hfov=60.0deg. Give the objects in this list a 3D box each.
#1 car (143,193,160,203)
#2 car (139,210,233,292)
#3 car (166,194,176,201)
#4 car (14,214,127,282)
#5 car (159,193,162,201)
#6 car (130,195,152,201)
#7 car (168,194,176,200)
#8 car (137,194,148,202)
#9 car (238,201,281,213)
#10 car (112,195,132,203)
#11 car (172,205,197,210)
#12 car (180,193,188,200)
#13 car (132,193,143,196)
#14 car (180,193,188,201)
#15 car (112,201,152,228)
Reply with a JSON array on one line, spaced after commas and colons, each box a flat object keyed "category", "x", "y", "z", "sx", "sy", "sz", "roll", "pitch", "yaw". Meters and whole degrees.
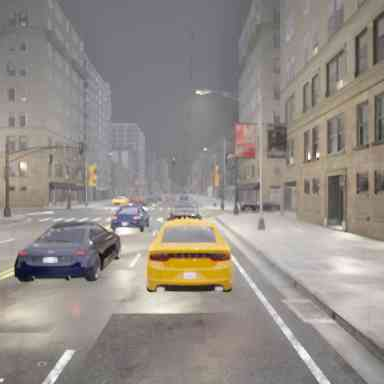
[{"category": "car", "x": -8.095, "y": 1.517, "z": 66.921, "sx": 2.033, "sy": 1.411, "sz": 5.357, "roll": 0, "pitch": 0, "yaw": -1}, {"category": "car", "x": -0.086, "y": 1.472, "z": 8.935, "sx": 1.882, "sy": 1.535, "sz": 5.008, "roll": 0, "pitch": 0, "yaw": -1}, {"category": "car", "x": -5.180, "y": 1.311, "z": 80.892, "sx": 2.097, "sy": 1.767, "sz": 4.553, "roll": 0, "pitch": 0, "yaw": -1}, {"category": "car", "x": -3.360, "y": 1.557, "z": 9.764, "sx": 1.994, "sy": 1.385, "sz": 4.181, "roll": 0, "pitch": 0, "yaw": -2}, {"category": "car", "x": -8.375, "y": 1.185, "z": 78.533, "sx": 2.150, "sy": 2.045, "sz": 5.566, "roll": 0, "pitch": 0, "yaw": -1}, {"category": "car", "x": -7.809, "y": 1.579, "z": 51.418, "sx": 1.895, "sy": 1.301, "sz": 4.718, "roll": 0, "pitch": 0, "yaw": -1}, {"category": "car", "x": -5.424, "y": 1.359, "z": 90.922, "sx": 2.033, "sy": 1.411, "sz": 5.357, "roll": 0, "pitch": 0, "yaw": -1}, {"category": "car", "x": -11.631, "y": 1.312, "z": 78.775, "sx": 2.097, "sy": 1.767, "sz": 4.553, "roll": 0, "pitch": 0, "yaw": -1}, {"category": "car", "x": 7.592, "y": 1.623, "z": 37.012, "sx": 4.718, "sy": 1.301, "sz": 1.895, "roll": 0, "pitch": 0, "yaw": -4}, {"category": "car", "x": -11.062, "y": 1.455, "z": 51.446, "sx": 1.882, "sy": 1.535, "sz": 5.008, "roll": 0, "pitch": 0, "yaw": -1}, {"category": "car", "x": -0.416, "y": 1.494, "z": 18.415, "sx": 1.837, "sy": 1.490, "sz": 4.892, "roll": 0, "pitch": 0, "yaw": -1}, {"category": "car", "x": -2.174, "y": 1.175, "z": 90.971, "sx": 2.097, "sy": 1.767, "sz": 4.553, "roll": 0, "pitch": 0, "yaw": -1}, {"category": "car", "x": -11.368, "y": 1.192, "z": 67.880, "sx": 2.150, "sy": 2.045, "sz": 5.566, "roll": 0, "pitch": 0, "yaw": -1}, {"category": "car", "x": -1.931, "y": 1.311, "z": 80.971, "sx": 2.097, "sy": 1.767, "sz": 4.553, "roll": 0, "pitch": 0, "yaw": -1}, {"category": "car", "x": -3.601, "y": 1.514, "z": 19.804, "sx": 1.812, "sy": 1.442, "sz": 4.674, "roll": 0, "pitch": 0, "yaw": -1}]
